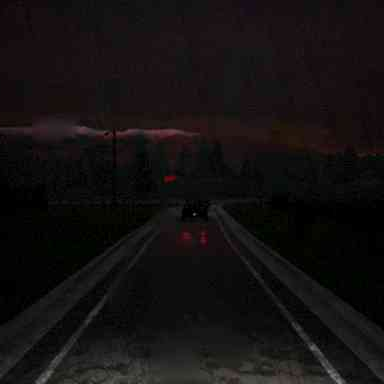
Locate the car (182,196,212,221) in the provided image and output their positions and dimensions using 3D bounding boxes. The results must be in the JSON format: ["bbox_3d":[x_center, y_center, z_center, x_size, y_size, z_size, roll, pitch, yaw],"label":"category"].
[{"bbox_3d":[0.256,1.313,25.319,2.128,1.511,4.902,0,0,2],"label":"car"}]

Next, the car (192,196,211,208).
[{"bbox_3d":[1.326,1.226,42.201,1.812,1.442,4.674,0,1,9],"label":"car"}]
